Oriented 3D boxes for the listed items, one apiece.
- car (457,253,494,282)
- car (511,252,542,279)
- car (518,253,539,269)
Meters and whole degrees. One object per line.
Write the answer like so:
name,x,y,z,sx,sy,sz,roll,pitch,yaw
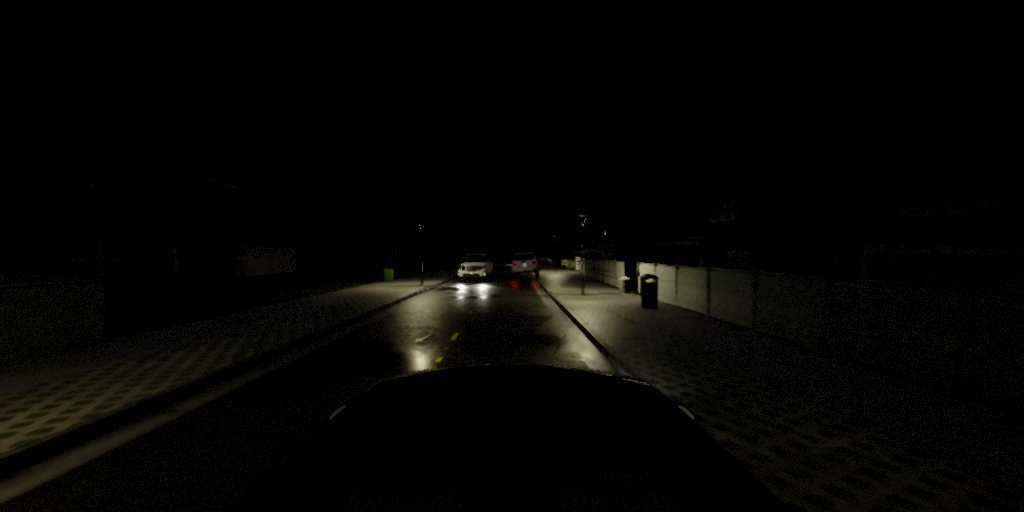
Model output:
car,-2.692,0.808,27.656,2.150,2.045,5.566,0,0,3
car,1.130,0.708,30.455,2.150,2.045,5.566,-5,0,4
car,2.409,0.620,49.546,2.150,2.045,5.566,0,1,11
